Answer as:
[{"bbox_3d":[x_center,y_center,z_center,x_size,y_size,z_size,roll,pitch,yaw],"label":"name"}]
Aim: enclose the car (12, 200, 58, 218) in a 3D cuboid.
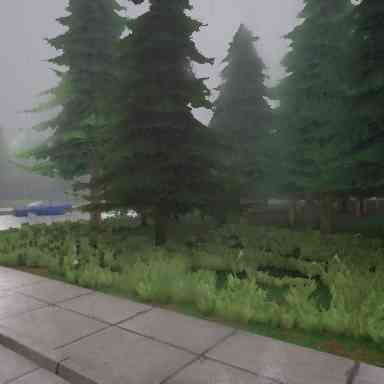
[{"bbox_3d":[-12.976,1.451,29.006,1.882,1.535,5.008,0,0,34],"label":"car"}]
